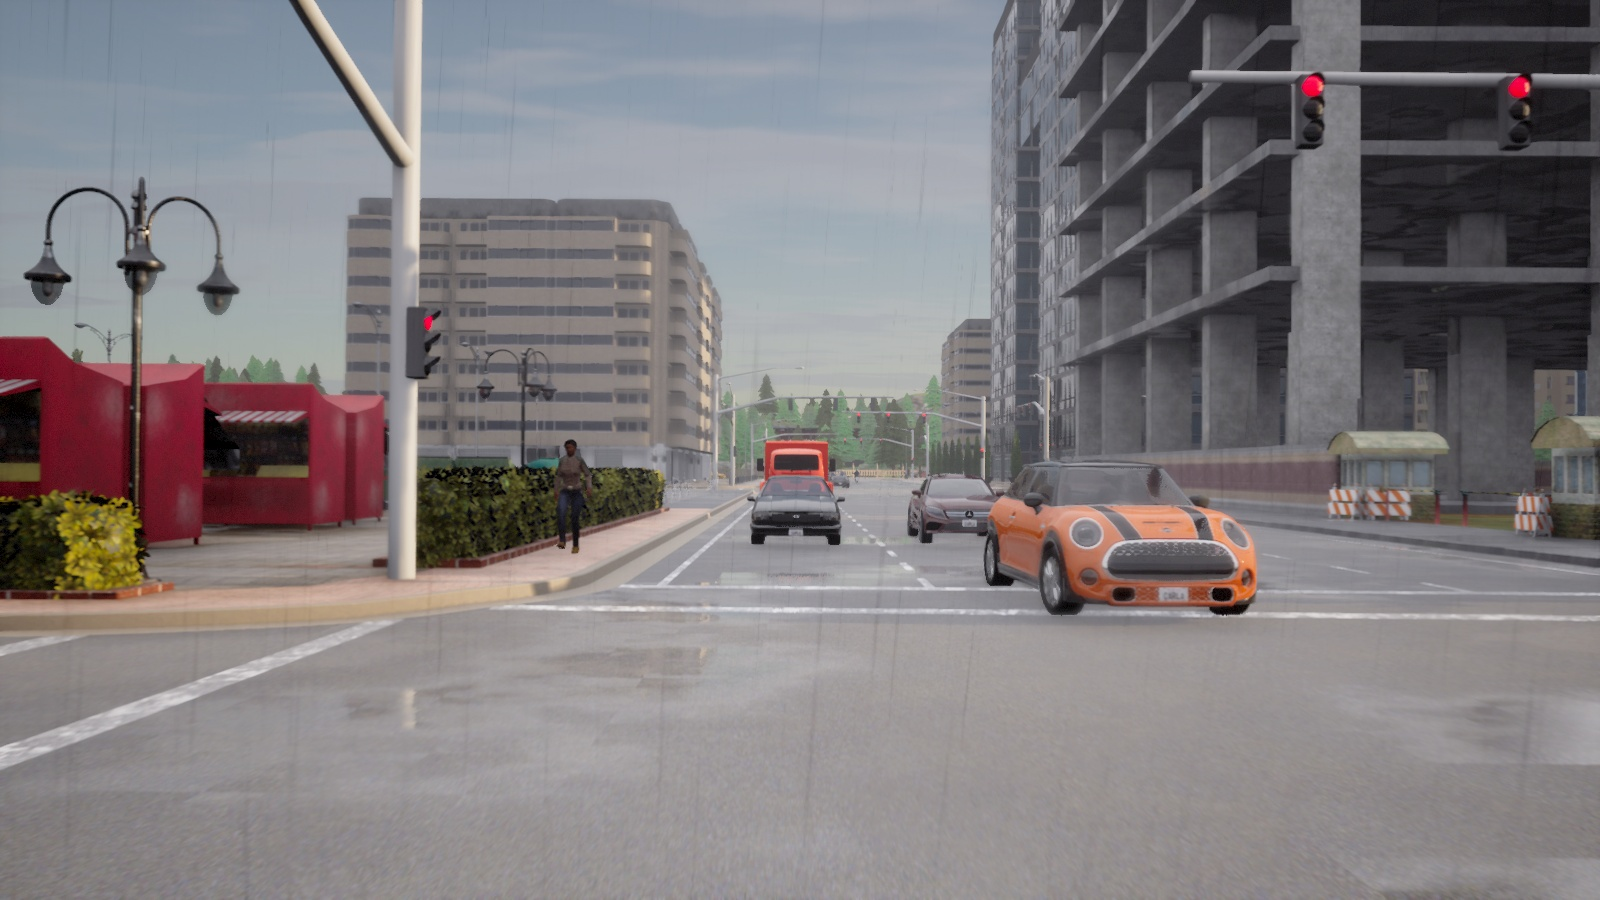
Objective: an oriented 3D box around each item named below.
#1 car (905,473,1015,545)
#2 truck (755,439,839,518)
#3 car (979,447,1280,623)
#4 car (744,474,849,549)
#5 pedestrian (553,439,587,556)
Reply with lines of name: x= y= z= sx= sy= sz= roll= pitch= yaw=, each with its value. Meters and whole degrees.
car: x=3.427 y=1.225 z=27.646 sx=1.812 sy=1.442 sz=4.674 roll=0 pitch=-1 yaw=0
truck: x=-0.112 y=0.938 z=41.848 sx=2.627 sy=2.467 sz=5.204 roll=0 pitch=-1 yaw=0
car: x=3.649 y=0.871 z=14.912 sx=2.097 sy=1.767 sz=4.553 roll=0 pitch=0 yaw=-4
car: x=-0.071 y=1.239 z=26.932 sx=2.033 sy=1.411 sz=5.357 roll=0 pitch=-1 yaw=0
pedestrian: x=-3.624 y=0.738 z=19.846 sx=0.328 sy=1.805 sz=0.869 roll=0 pitch=-1 yaw=3
